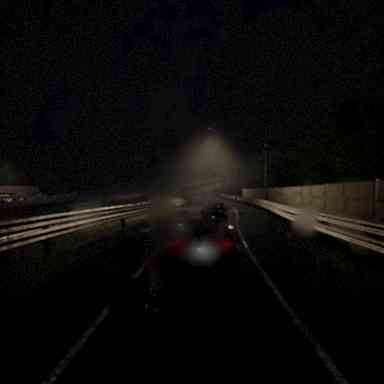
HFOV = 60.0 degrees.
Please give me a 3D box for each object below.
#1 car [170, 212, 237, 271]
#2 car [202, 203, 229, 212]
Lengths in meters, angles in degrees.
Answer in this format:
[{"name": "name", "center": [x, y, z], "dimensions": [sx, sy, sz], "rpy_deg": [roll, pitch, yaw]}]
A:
[{"name": "car", "center": [0.454, 1.600, 11.153], "dimensions": [1.994, 1.385, 4.181], "rpy_deg": [0, 0, 4]}, {"name": "car", "center": [1.792, 1.577, 25.773], "dimensions": [2.128, 1.511, 4.902], "rpy_deg": [1, 0, 8]}]
